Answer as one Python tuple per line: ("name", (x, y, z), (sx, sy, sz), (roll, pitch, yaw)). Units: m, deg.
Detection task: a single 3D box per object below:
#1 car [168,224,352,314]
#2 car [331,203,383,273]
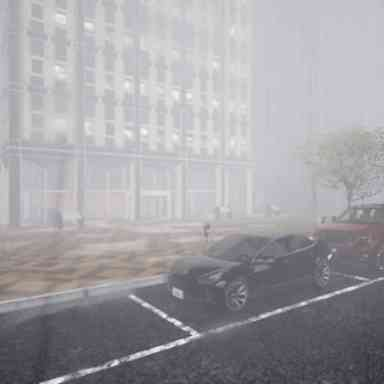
("car", (1.506, 1.566, 7.639), (4.313, 1.339, 1.947), (0, 0, -36))
("car", (6.001, 1.316, 10.847), (5.009, 1.841, 2.192), (0, 0, -36))
